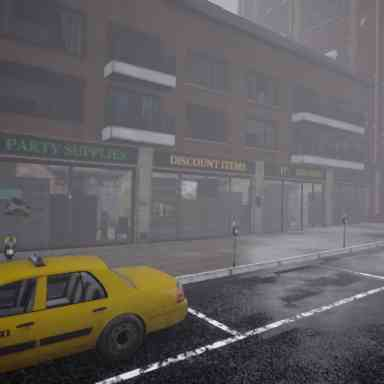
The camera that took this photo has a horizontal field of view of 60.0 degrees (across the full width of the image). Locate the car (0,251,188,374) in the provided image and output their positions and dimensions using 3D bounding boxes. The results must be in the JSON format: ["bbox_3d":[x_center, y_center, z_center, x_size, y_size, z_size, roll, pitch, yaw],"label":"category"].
[{"bbox_3d":[-2.348,1.526,4.400,4.829,1.417,1.752,0,2,-35],"label":"car"}]
